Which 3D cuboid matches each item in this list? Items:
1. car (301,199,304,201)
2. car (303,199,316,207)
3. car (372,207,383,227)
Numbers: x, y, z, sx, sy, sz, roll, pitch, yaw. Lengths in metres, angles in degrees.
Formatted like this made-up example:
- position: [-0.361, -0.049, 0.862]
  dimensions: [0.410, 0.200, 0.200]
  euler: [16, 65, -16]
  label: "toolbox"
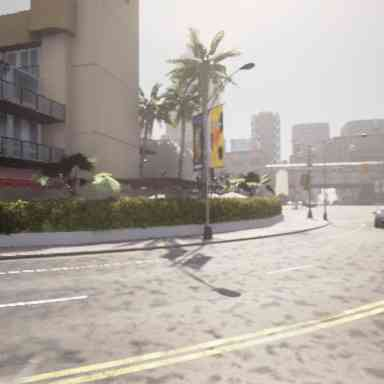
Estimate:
- position: [29.133, 2.709, 83.142]
  dimensions: [2.185, 1.767, 4.553]
  euler: [-1, -1, 15]
  label: "car"
- position: [27.528, 2.730, 76.918]
  dimensions: [2.097, 1.535, 5.008]
  euler: [-1, -1, 15]
  label: "car"
- position: [15.036, 1.880, 25.495]
  dimensions: [2.128, 1.511, 4.902]
  euler: [-1, -1, 29]
  label: "car"
